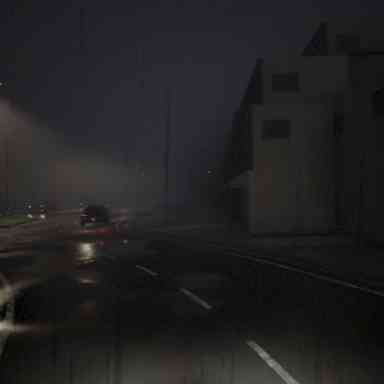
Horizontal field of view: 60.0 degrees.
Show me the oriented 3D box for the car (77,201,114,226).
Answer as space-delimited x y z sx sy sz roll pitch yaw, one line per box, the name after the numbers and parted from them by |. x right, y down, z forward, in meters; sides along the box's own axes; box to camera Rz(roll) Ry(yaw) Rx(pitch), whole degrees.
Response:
-7.285 1.733 25.486 1.812 1.442 4.674 -2 0 -9 | car

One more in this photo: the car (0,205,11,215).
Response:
-23.427 2.195 39.268 1.994 1.385 4.181 -1 0 7 | car

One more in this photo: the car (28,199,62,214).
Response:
-19.535 1.888 43.841 2.097 1.767 4.553 -1 0 4 | car

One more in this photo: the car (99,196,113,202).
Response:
-21.140 1.723 81.708 1.837 1.490 4.892 -1 0 3 | car

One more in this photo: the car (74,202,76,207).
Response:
-21.850 2.091 66.497 1.882 1.535 5.008 -1 0 3 | car

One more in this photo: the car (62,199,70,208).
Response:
-22.371 1.969 55.787 2.097 1.767 4.553 -1 0 3 | car

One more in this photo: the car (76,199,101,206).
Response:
-18.649 2.033 60.171 1.837 1.490 4.892 -1 0 3 | car

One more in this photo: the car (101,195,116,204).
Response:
-18.116 1.747 71.539 2.150 2.045 5.566 -1 0 3 | car
